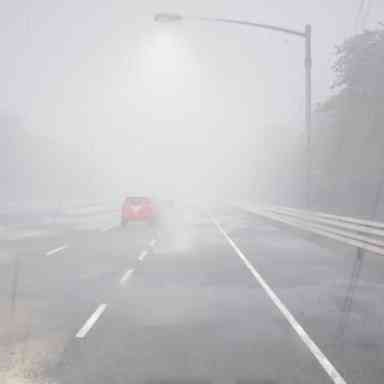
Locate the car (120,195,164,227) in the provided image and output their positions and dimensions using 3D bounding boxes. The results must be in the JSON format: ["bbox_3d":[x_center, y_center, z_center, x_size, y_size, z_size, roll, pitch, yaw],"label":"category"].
[{"bbox_3d":[-3.468,1.239,23.201,2.150,2.045,5.566,0,0,0],"label":"car"}]

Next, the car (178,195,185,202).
[{"bbox_3d":[-3.186,1.582,74.622,1.812,1.442,4.674,0,0,0],"label":"car"}]

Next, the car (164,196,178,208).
[{"bbox_3d":[-3.370,1.518,47.443,1.882,1.535,5.008,0,0,0],"label":"car"}]
